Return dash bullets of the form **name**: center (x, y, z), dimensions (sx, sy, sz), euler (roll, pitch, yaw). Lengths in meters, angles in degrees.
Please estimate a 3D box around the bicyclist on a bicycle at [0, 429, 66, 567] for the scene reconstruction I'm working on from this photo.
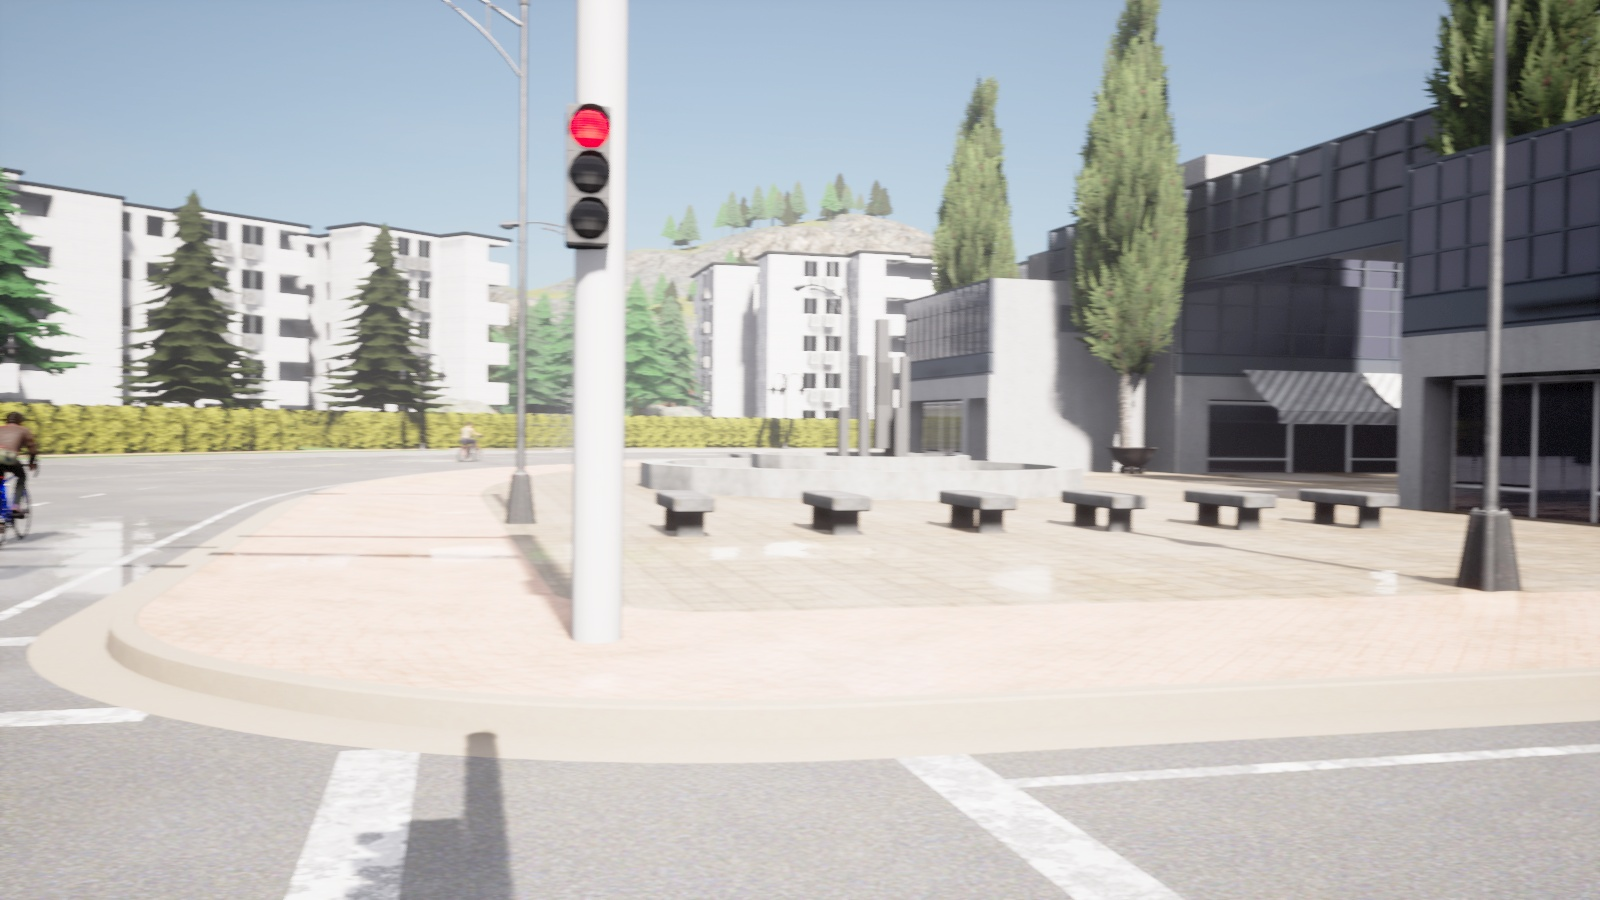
- **bicyclist on a bicycle**: center (-9.614, 0.557, 15.485), dimensions (0.582, 1.620, 1.656), euler (-1, 1, -17)

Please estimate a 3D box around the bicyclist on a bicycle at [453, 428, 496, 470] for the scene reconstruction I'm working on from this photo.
- **bicyclist on a bicycle**: center (-12.756, -0.055, 49.215), dimensions (0.866, 1.612, 1.509), euler (0, 1, 23)
